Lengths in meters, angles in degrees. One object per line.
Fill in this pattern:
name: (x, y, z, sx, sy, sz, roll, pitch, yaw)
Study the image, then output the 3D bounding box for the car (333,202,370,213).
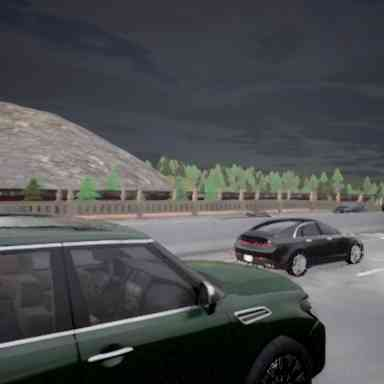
car: (18.478, 1.920, 38.410, 5.357, 1.411, 2.033, 1, 0, -35)

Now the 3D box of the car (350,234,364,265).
car: (3.514, 1.586, 10.513, 4.892, 1.490, 1.837, 1, 0, -35)

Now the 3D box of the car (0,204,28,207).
car: (-9.259, 1.342, 14.567, 4.553, 1.767, 2.097, 1, 0, -35)

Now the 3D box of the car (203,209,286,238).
car: (3.076, 1.720, 19.006, 4.718, 1.301, 1.895, 1, 0, -35)

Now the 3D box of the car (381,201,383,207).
car: (23.787, 1.267, 37.881, 5.566, 2.045, 2.150, 2, -1, -35)

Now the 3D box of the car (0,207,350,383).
car: (-1.199, 1.224, 2.871, 5.566, 2.045, 2.150, 1, 0, -36)
